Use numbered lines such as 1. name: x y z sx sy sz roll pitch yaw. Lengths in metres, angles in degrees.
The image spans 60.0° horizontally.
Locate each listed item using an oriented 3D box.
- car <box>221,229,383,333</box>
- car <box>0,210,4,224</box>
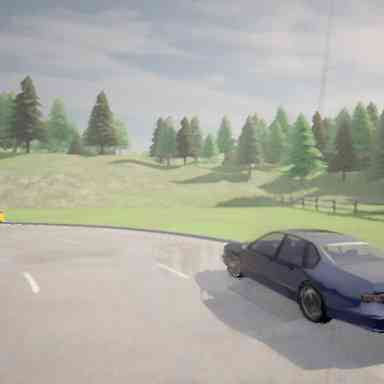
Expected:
1. car: 2.439 1.514 7.188 2.033 1.411 5.357 0 0 -18
2. car: -13.742 1.390 19.689 5.008 1.535 1.882 0 0 10
